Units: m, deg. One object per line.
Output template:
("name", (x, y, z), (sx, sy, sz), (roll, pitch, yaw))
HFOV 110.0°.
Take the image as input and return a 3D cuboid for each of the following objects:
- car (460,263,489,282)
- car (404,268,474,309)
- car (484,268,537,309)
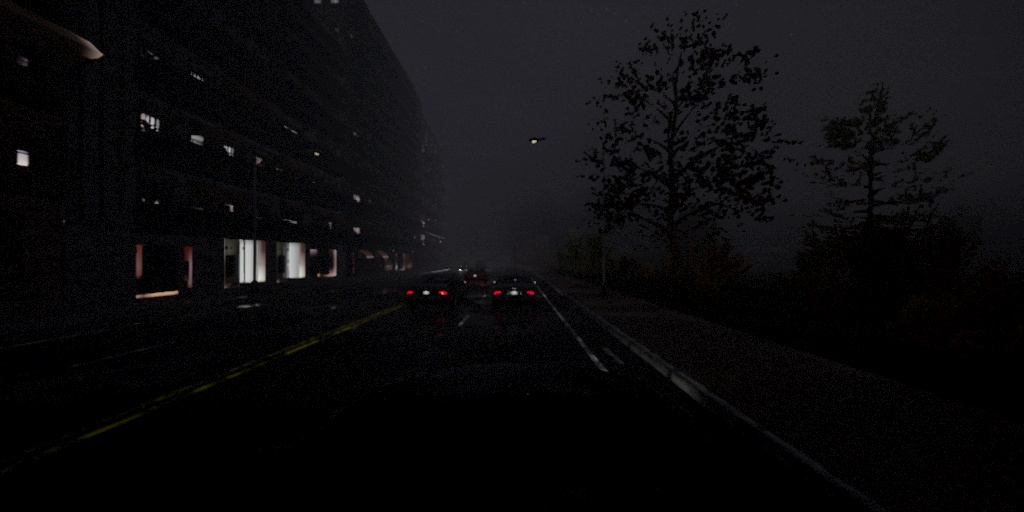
("car", (-2.978, 1.594, 31.021), (1.994, 1.385, 4.181), (0, -1, 1))
("car", (-3.143, 1.430, 15.751), (2.033, 1.411, 5.357), (0, -1, 1))
("car", (0.107, 1.431, 15.716), (2.033, 1.411, 5.357), (0, -1, 1))
